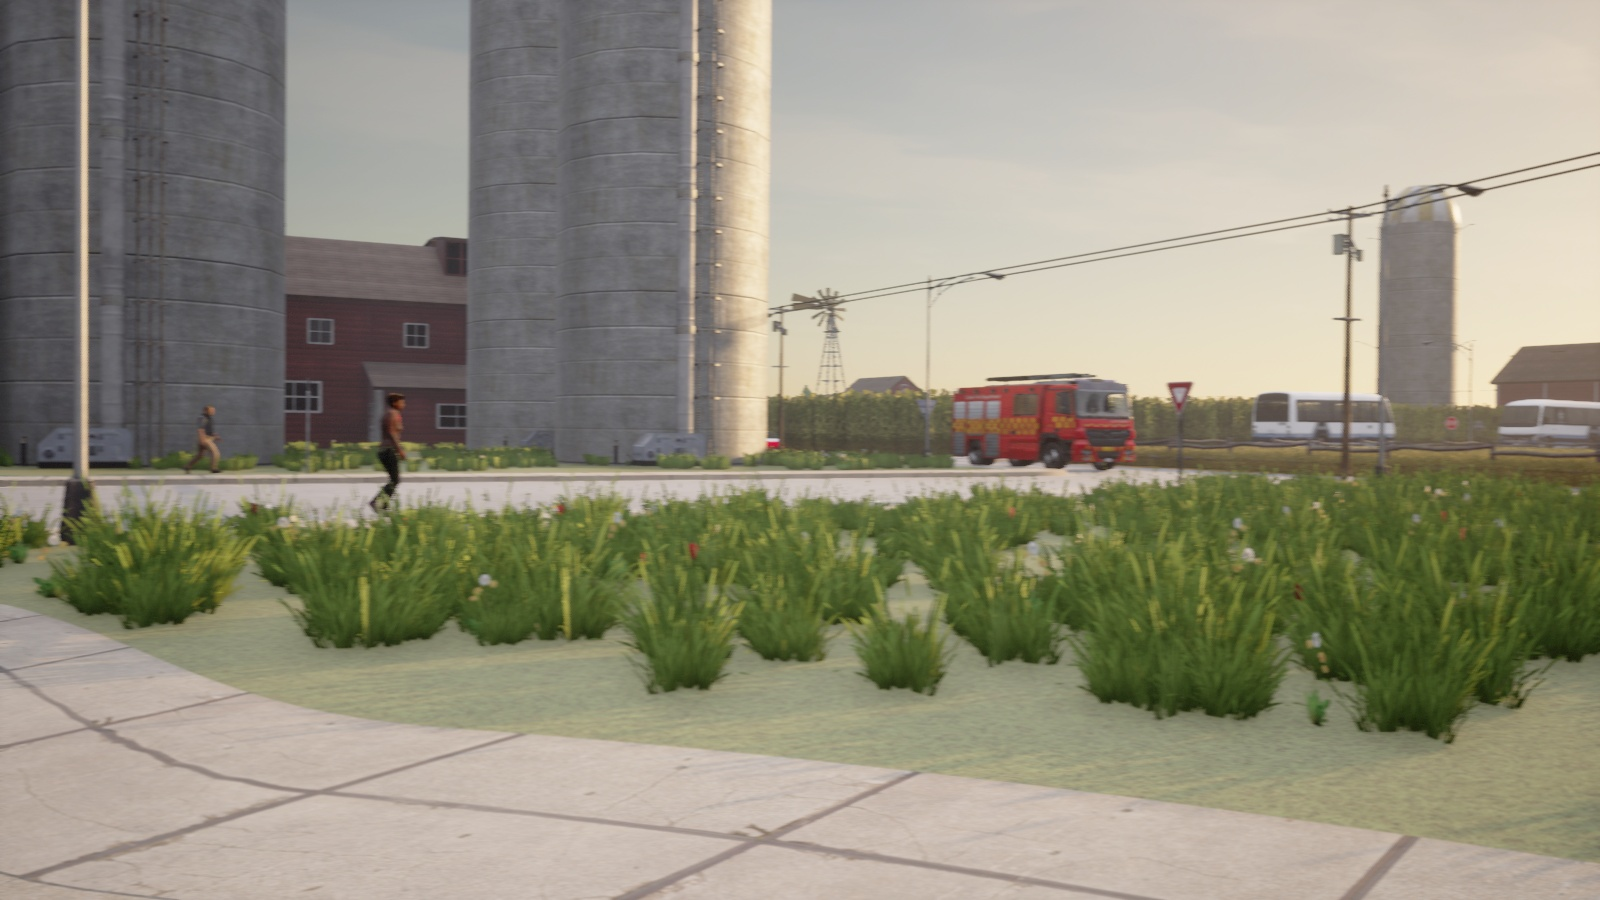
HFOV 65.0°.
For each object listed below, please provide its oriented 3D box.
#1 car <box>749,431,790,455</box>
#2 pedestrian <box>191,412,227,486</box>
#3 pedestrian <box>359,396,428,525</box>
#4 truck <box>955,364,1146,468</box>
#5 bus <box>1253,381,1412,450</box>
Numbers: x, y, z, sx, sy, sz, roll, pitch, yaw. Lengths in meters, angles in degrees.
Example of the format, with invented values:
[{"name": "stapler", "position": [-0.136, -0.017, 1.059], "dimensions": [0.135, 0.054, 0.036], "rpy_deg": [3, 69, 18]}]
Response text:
[{"name": "car", "position": [-1.785, -0.386, 73.189], "dimensions": [1.481, 1.376, 2.207], "rpy_deg": [-1, 0, -30]}, {"name": "pedestrian", "position": [-15.028, -0.031, 31.919], "dimensions": [0.694, 1.848, 0.540], "rpy_deg": [-1, 1, -11]}, {"name": "pedestrian", "position": [-5.806, 0.135, 17.944], "dimensions": [0.869, 1.805, 0.328], "rpy_deg": [-1, 1, -29]}, {"name": "truck", "position": [9.903, -1.319, 50.789], "dimensions": [2.891, 3.827, 8.468], "rpy_deg": [-1, 1, -27]}, {"name": "bus", "position": [34.828, -2.260, 82.000], "dimensions": [10.273, 4.253, 3.944], "rpy_deg": [-1, 1, -28]}]
